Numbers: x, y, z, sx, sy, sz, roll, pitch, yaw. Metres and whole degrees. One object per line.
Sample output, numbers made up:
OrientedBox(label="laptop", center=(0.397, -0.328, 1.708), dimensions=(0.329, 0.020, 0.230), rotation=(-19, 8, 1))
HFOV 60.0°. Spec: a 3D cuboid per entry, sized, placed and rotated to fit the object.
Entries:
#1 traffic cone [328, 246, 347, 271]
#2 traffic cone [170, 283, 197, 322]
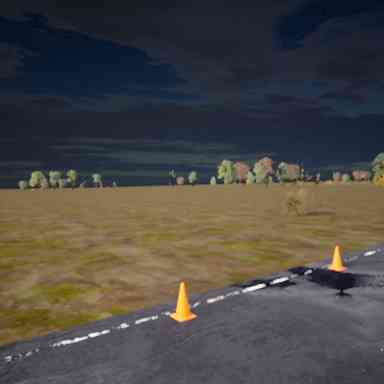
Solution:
OrientedBox(label="traffic cone", center=(3.808, 1.717, 8.723), dimensions=(0.340, 0.580, 0.340), rotation=(-2, 1, -37))
OrientedBox(label="traffic cone", center=(-0.153, 1.863, 5.753), dimensions=(0.340, 0.580, 0.340), rotation=(-2, 1, -36))
